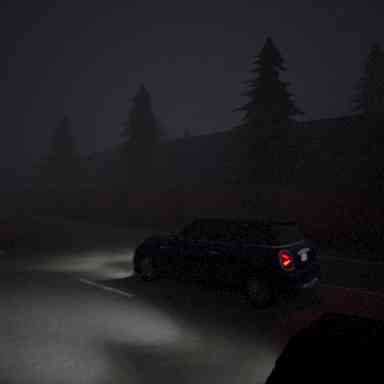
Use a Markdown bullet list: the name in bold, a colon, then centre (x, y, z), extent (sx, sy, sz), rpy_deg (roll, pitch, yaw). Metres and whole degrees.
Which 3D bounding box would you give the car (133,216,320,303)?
- **car**: centre (0.651, 1.358, 8.168), extent (4.553, 1.767, 2.097), rpy_deg (0, 0, 38)

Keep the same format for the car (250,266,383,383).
- **car**: centre (2.822, 1.612, 1.993), extent (4.718, 1.301, 1.895), rpy_deg (0, 0, 36)
